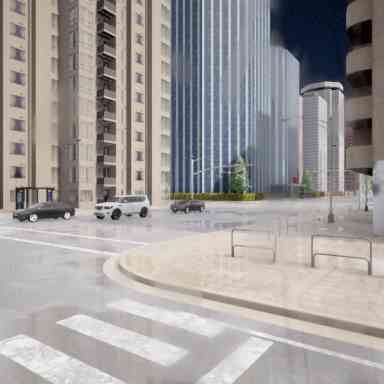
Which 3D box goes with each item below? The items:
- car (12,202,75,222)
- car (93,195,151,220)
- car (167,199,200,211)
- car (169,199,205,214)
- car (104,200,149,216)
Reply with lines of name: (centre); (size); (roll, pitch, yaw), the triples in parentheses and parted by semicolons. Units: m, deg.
car: (-11.862, 1.560, 26.917); (1.837, 1.490, 4.892); (0, 0, 36)
car: (-6.006, 1.277, 29.174); (2.150, 2.045, 5.566); (0, 0, 35)
car: (-1.025, 1.619, 42.433); (1.994, 1.385, 4.181); (0, 0, 35)
car: (-0.388, 1.560, 37.242); (1.837, 1.490, 4.892); (0, 0, 35)
car: (-6.681, 1.581, 34.318); (1.812, 1.442, 4.674); (0, 0, 35)
